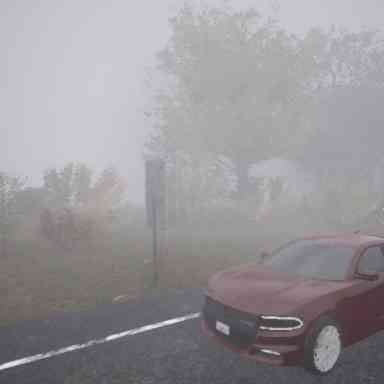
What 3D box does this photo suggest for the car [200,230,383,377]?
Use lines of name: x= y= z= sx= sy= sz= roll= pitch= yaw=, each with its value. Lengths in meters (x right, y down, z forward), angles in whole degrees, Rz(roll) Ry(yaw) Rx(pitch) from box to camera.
car: x=2.424 y=1.481 z=5.733 sx=5.008 sy=1.535 sz=1.882 roll=0 pitch=0 yaw=-36
